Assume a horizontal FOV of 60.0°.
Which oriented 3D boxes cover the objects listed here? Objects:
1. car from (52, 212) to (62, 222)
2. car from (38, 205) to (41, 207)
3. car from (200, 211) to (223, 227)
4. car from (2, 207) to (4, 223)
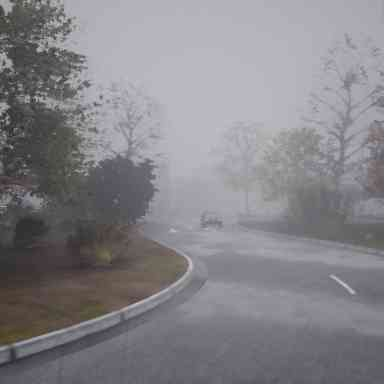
[{"bbox_3d":[-15.563,2.587,39.674,2.435,2.045,5.566,0,-2,-17],"label":"car"},{"bbox_3d":[-22.775,2.994,50.222,2.435,2.045,5.566,-1,-2,-17],"label":"car"},{"bbox_3d":[1.838,2.531,31.746,2.033,1.411,5.357,0,-2,-1],"label":"car"},{"bbox_3d":[-20.783,2.627,38.064,2.435,2.045,5.566,0,-2,-17],"label":"car"}]
